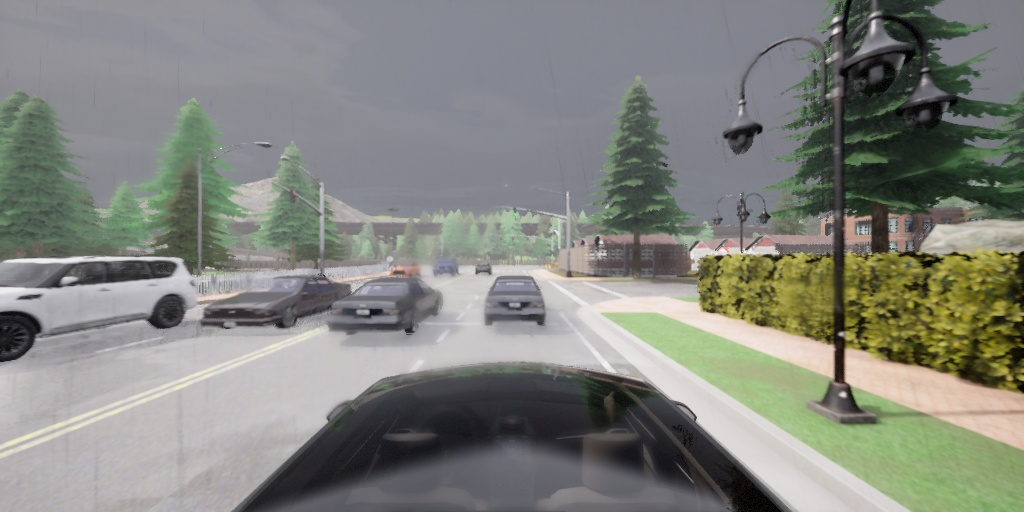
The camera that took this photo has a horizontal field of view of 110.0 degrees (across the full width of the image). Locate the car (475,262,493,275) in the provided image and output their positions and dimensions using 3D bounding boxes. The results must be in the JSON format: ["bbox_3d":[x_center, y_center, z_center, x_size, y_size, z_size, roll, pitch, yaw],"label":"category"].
[{"bbox_3d":[-3.403,1.471,43.319,2.128,1.511,4.902,0,0,0],"label":"car"}]

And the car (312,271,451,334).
[{"bbox_3d":[-3.407,1.347,10.723,2.033,1.411,5.357,0,0,0],"label":"car"}]

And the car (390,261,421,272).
[{"bbox_3d":[-10.592,1.290,35.911,2.097,1.767,4.553,0,0,0],"label":"car"}]

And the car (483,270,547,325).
[{"bbox_3d":[0.094,1.355,12.007,2.033,1.411,5.357,0,0,0],"label":"car"}]

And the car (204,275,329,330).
[{"bbox_3d":[-7.101,1.352,11.686,2.033,1.411,5.357,0,0,0],"label":"car"}]

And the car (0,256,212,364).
[{"bbox_3d":[-10.600,1.009,8.517,2.150,2.045,5.566,0,0,0],"label":"car"}]

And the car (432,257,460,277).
[{"bbox_3d":[-7.088,1.176,39.094,2.150,2.045,5.566,0,0,0],"label":"car"}]
